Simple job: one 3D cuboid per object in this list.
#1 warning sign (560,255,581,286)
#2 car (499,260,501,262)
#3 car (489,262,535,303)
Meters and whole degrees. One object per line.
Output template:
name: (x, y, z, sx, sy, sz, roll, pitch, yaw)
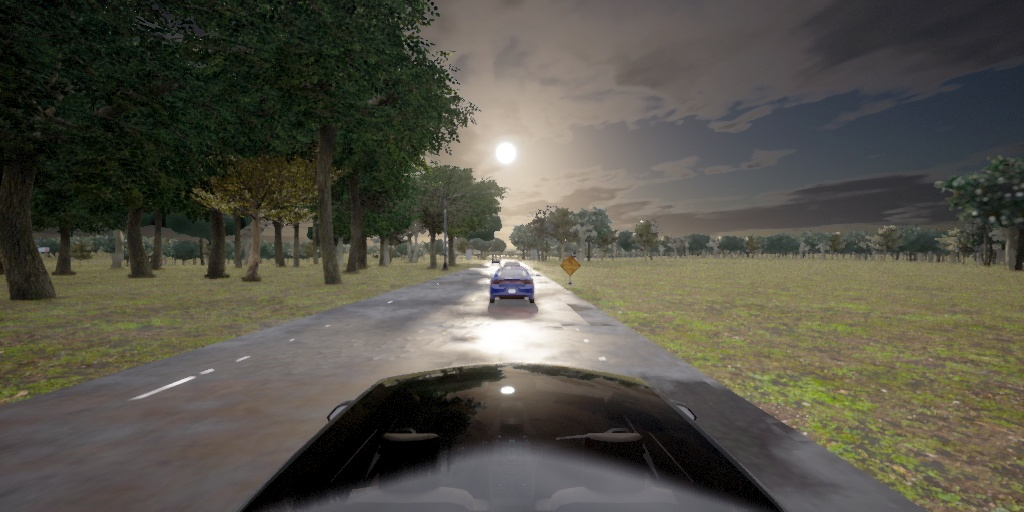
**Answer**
warning sign: (3.550, 0.857, 21.932, 1.300, 1.860, 1.060, 0, 0, 0)
car: (0.000, 1.255, 31.504, 1.837, 1.490, 4.892, 0, 0, 0)
car: (0.000, 1.230, 16.502, 1.882, 1.535, 5.008, 0, 0, 0)
